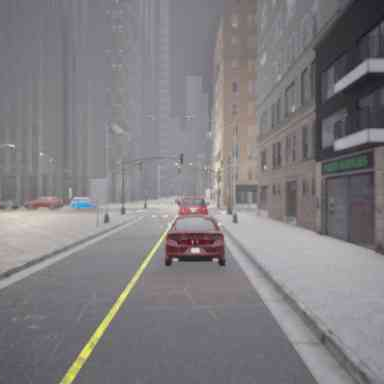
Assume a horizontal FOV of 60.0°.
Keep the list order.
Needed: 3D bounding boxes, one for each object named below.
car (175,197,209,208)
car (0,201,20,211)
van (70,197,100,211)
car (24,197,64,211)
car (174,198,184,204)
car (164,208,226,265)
[{"bbox_3d":[0.096,1.356,24.722,2.150,2.045,5.566,0,0,0],"label":"car"},{"bbox_3d":[-26.015,1.853,45.873,4.313,1.339,1.947,0,0,-1],"label":"car"},{"bbox_3d":[-14.735,1.634,46.049,3.998,1.788,1.690,0,0,-1],"label":"van"},{"bbox_3d":[-20.375,1.606,45.962,5.009,1.841,2.192,0,0,-1],"label":"car"},{"bbox_3d":[-3.013,2.010,78.042,1.994,1.385,4.181,0,0,0],"label":"car"},{"bbox_3d":[0.099,1.541,11.945,1.882,1.535,5.008,0,-1,0],"label":"car"}]
